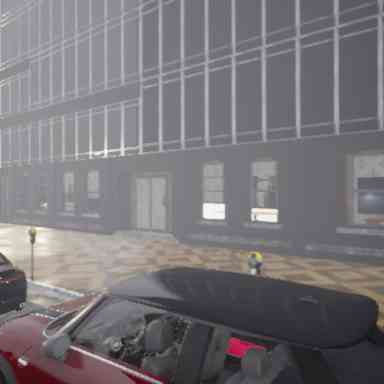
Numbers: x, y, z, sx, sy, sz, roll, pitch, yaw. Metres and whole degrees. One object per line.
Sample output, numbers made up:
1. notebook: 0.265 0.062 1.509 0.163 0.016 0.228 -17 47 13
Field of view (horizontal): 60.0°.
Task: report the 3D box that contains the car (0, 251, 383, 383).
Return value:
1. car: -0.227 1.447 3.038 4.097 1.590 1.967 0 0 36
